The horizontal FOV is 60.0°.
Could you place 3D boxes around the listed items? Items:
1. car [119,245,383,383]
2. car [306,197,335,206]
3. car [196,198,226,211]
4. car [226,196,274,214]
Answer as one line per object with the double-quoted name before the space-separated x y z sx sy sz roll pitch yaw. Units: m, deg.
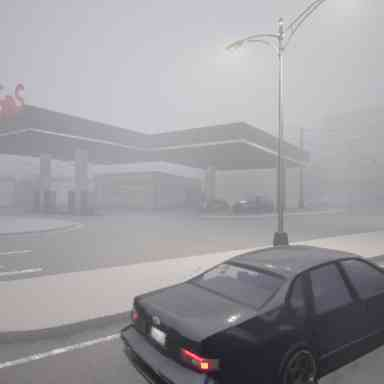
"car" 1.699 1.547 4.917 5.357 1.411 2.033 0 0 -35
"car" 20.995 1.525 54.352 1.812 1.442 4.674 0 0 -36
"car" 2.359 1.456 38.403 3.806 1.475 1.970 0 0 -35
"car" 6.278 1.295 34.134 4.611 1.667 2.242 0 0 -35
